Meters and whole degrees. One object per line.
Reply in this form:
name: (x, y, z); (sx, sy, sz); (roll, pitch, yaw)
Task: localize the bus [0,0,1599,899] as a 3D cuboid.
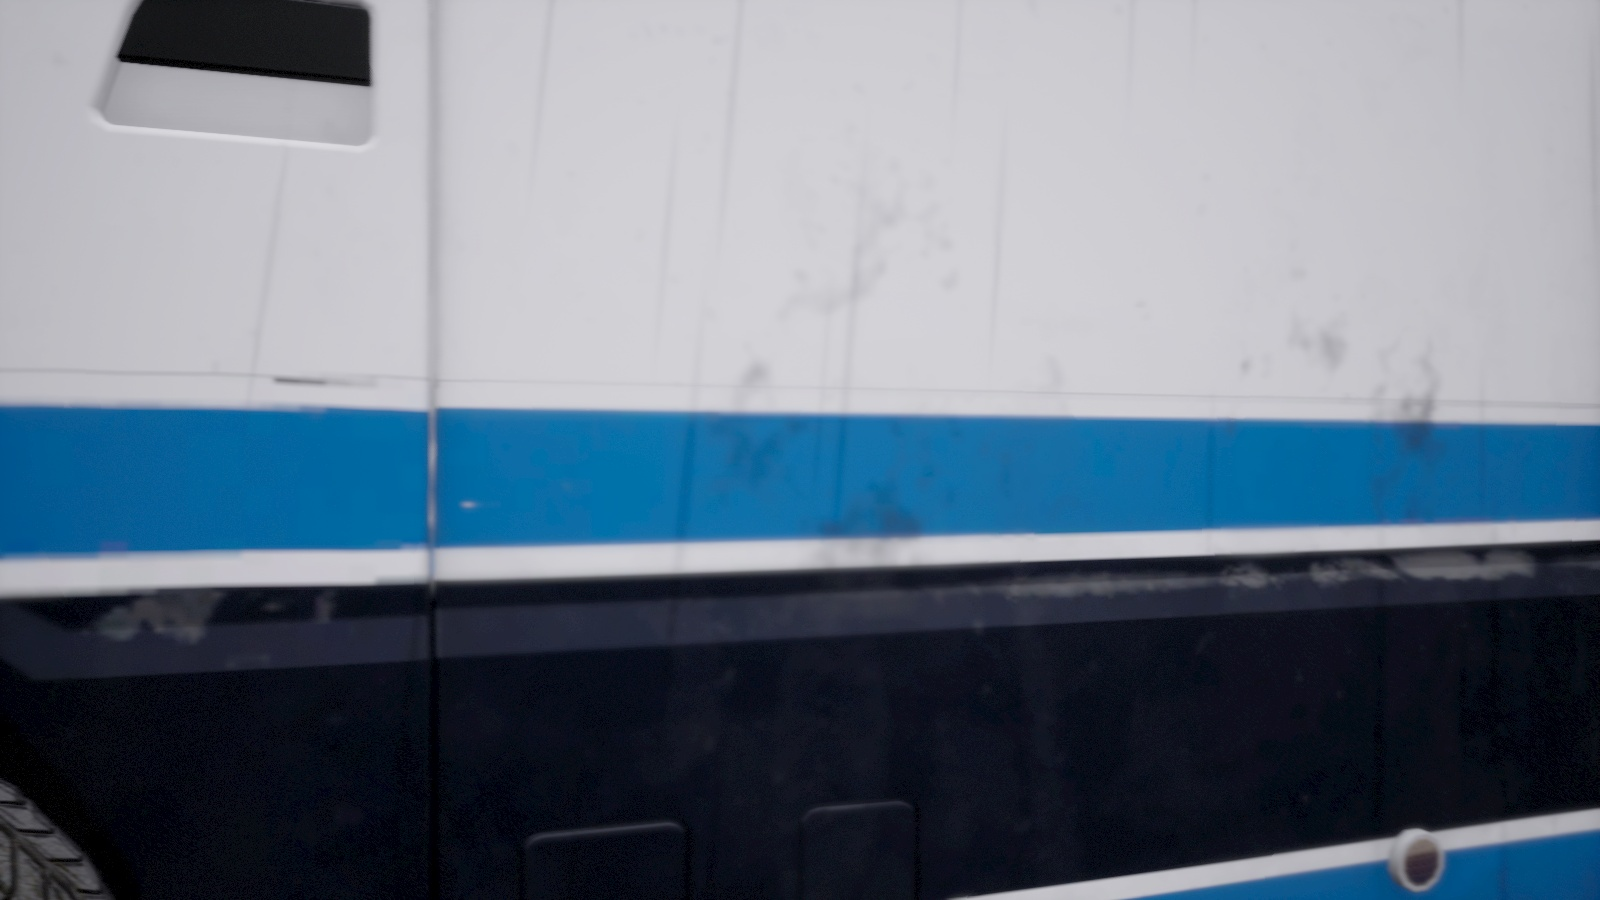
bus: (1.019, -0.663, 3.609); (10.273, 4.253, 3.944); (-1, 1, -21)
